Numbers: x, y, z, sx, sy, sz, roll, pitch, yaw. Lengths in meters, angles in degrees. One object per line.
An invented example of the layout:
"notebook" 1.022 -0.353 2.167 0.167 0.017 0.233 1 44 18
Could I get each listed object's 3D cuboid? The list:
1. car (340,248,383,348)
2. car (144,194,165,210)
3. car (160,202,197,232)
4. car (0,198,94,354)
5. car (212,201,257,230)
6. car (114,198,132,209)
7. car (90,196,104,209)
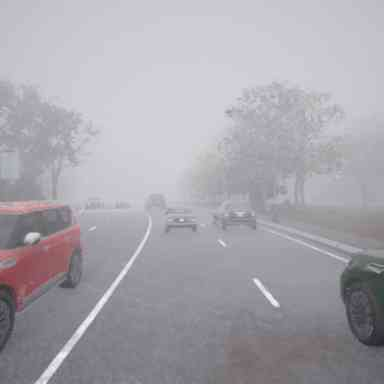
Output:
"car" 3.551 1.220 3.164 2.150 2.045 5.566 0 0 -1
"car" -4.778 1.232 42.347 2.150 2.045 5.566 0 0 -15
"car" -0.784 1.552 20.196 2.033 1.411 5.357 0 0 -6
"car" -3.725 1.228 6.210 2.150 2.045 5.566 0 0 -2
"car" 2.571 1.356 21.278 2.097 1.767 4.553 0 0 -6
"car" -9.408 1.533 45.032 1.812 1.442 4.674 0 0 -17
"car" -12.871 1.354 44.314 2.097 1.767 4.553 0 0 -17
